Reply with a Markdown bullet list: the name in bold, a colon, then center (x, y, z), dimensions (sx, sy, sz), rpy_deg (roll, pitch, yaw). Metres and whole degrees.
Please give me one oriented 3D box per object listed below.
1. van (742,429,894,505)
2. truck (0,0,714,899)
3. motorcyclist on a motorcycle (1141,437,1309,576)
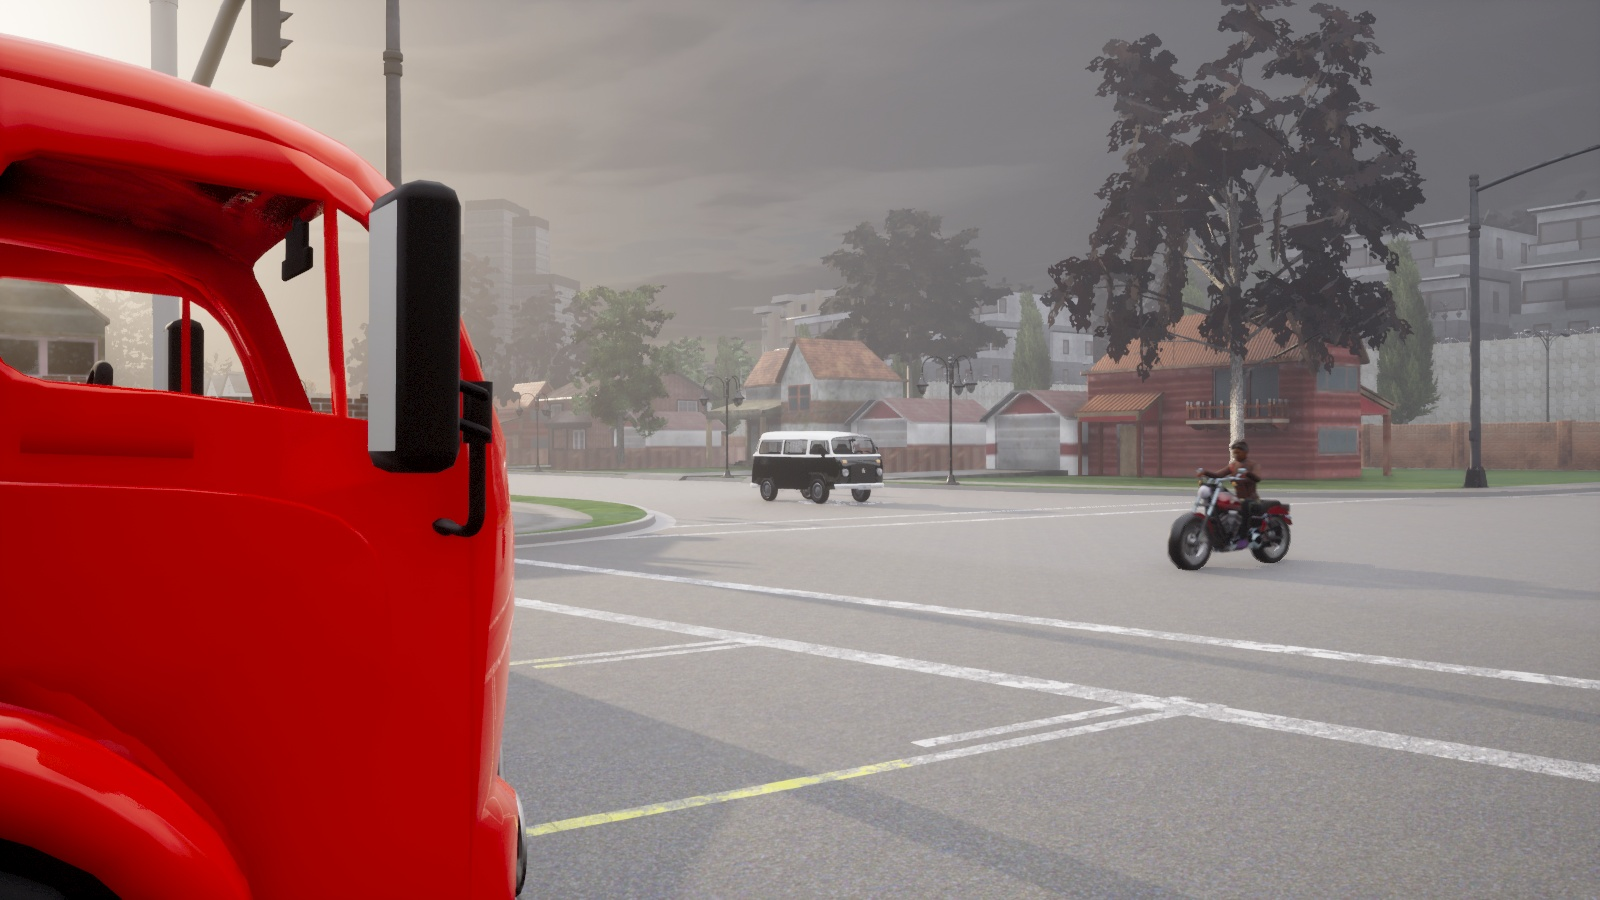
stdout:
- **van**: center (0.436, 0.462, 36.107), dimensions (2.069, 2.038, 4.480), rpy_deg (-1, 0, -36)
- **truck**: center (-3.027, 0.263, 1.582), dimensions (5.204, 2.467, 2.627), rpy_deg (0, 0, -34)
- **motorcyclist on a motorcycle**: center (5.429, 0.673, 15.966), dimensions (2.350, 1.649, 0.766), rpy_deg (-1, 0, -35)
